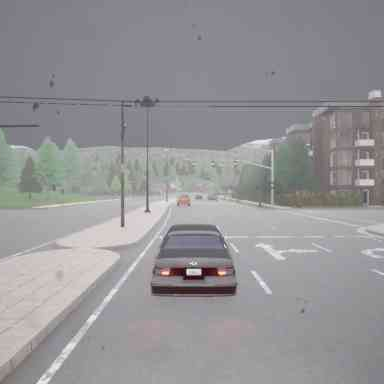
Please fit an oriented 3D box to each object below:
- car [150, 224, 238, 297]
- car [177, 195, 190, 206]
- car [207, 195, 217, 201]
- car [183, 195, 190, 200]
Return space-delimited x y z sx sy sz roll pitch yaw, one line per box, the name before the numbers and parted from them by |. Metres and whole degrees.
car | 0.042 1.547 8.758 2.033 1.411 5.357 0 0 0
car | -1.358 1.352 54.503 2.097 1.767 4.553 0 0 -1
car | 5.478 1.539 85.374 2.033 1.411 5.357 0 0 0
car | -1.535 1.524 91.204 1.812 1.442 4.674 0 0 0
